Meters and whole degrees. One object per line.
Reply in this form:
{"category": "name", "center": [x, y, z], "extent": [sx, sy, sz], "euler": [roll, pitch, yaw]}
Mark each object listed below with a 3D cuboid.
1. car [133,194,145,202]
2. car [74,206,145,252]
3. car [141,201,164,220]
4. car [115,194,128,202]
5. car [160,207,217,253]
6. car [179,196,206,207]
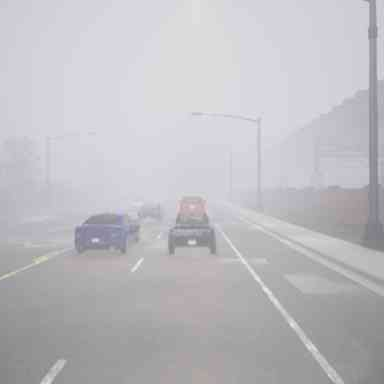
{"category": "car", "center": [-10.468, 1.172, 66.130], "extent": [2.128, 1.511, 4.902], "euler": [0, 1, 0]}
{"category": "car", "center": [-3.483, 1.598, 14.483], "extent": [1.882, 1.535, 5.008], "euler": [0, 0, 0]}
{"category": "car", "center": [-3.480, 1.711, 29.099], "extent": [1.895, 1.301, 4.718], "euler": [0, 0, 0]}
{"category": "car", "center": [-13.963, 1.185, 66.396], "extent": [1.812, 1.442, 4.674], "euler": [0, 1, 0]}
{"category": "car", "center": [0.014, 1.612, 14.292], "extent": [2.128, 1.511, 4.902], "euler": [0, 0, 0]}
{"category": "car", "center": [0.018, 1.327, 28.993], "extent": [2.150, 2.045, 5.566], "euler": [0, 0, 0]}
